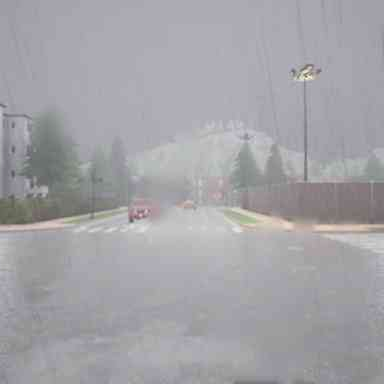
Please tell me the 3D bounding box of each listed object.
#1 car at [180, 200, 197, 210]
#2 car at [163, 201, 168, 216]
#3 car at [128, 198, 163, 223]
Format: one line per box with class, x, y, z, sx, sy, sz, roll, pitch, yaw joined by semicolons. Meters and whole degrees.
car;-0.604;2.176;56.244;1.882;1.535;5.008;0;-1;-14
car;-4.111;1.845;39.682;2.097;1.767;4.553;0;-1;0
car;-4.148;1.586;29.603;2.150;2.045;5.566;0;-1;0
